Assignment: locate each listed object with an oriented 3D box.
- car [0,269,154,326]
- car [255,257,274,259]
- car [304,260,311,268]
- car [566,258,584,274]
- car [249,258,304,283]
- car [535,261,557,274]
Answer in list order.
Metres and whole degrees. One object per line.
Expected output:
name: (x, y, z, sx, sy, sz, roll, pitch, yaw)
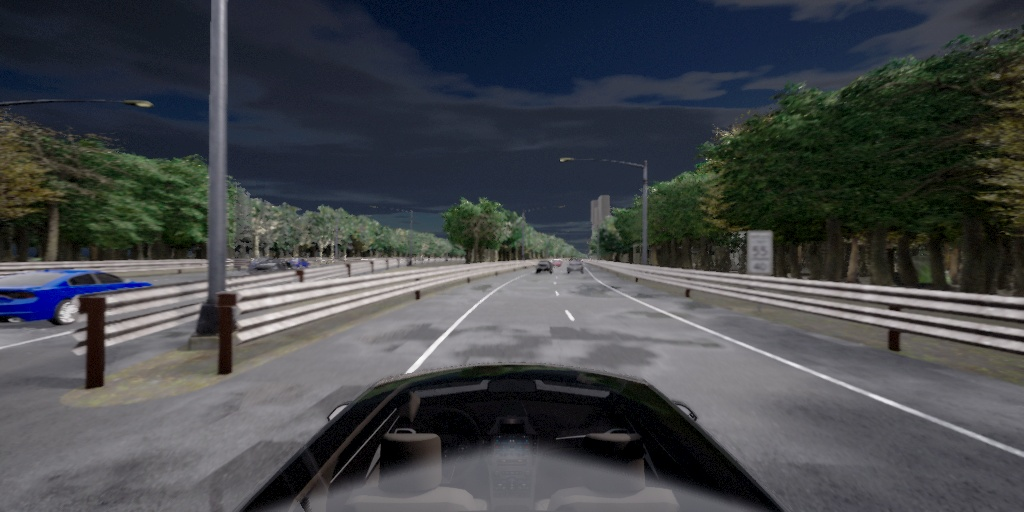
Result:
car: (-13.490, 1.146, 11.032, 1.882, 1.535, 5.008, 0, 0, -15)
car: (-22.674, 1.091, 34.872, 1.837, 1.490, 4.892, 0, -1, -12)
car: (-28.983, 1.068, 48.523, 1.812, 1.442, 4.674, 0, 0, -10)
car: (7.456, 1.308, 42.389, 2.128, 1.511, 4.902, 0, 0, 10)
car: (-17.324, 1.139, 26.342, 1.837, 1.490, 4.892, 0, 0, -13)
car: (3.866, 1.301, 42.183, 1.837, 1.490, 4.892, 0, 0, 10)
